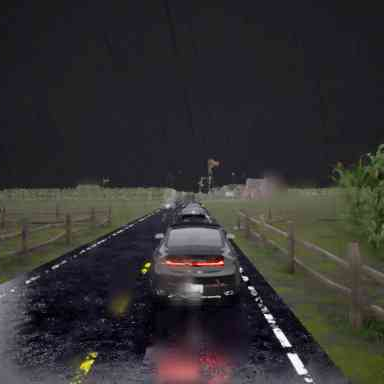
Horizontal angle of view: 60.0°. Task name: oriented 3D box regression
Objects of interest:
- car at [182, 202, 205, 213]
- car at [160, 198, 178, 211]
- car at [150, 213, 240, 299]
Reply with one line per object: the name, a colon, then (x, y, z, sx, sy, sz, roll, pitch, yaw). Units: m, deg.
car: (0.126, 1.581, 28.701, 1.994, 1.385, 4.181, 0, 0, 0)
car: (-2.750, 1.524, 40.496, 2.128, 1.511, 4.902, 0, 0, 1)
car: (0.076, 1.506, 8.447, 1.837, 1.490, 4.892, 0, 0, 1)
